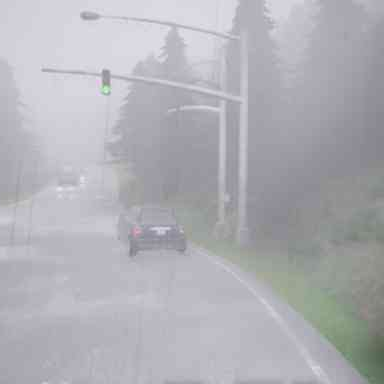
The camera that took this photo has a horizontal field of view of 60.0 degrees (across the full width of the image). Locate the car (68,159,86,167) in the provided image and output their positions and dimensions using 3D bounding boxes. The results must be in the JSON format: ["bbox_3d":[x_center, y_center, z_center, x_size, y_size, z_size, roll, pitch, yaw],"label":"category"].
[{"bbox_3d":[-16.750,-3.501,48.990,2.128,1.511,4.902,-2,10,-19],"label":"car"}]

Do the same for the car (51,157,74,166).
[{"bbox_3d":[-24.310,-5.667,61.323,1.882,1.535,5.008,-4,10,-45],"label":"car"}]

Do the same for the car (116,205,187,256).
[{"bbox_3d":[-1.781,1.301,13.550,2.097,1.767,4.553,2,3,-19],"label":"car"}]

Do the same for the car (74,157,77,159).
[{"bbox_3d":[-23.990,-6.166,65.373,5.008,1.535,1.882,9,9,38],"label":"car"}]

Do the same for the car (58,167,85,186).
[{"bbox_3d":[-13.773,-1.618,37.515,2.033,1.411,5.357,-1,9,-12],"label":"car"}]
